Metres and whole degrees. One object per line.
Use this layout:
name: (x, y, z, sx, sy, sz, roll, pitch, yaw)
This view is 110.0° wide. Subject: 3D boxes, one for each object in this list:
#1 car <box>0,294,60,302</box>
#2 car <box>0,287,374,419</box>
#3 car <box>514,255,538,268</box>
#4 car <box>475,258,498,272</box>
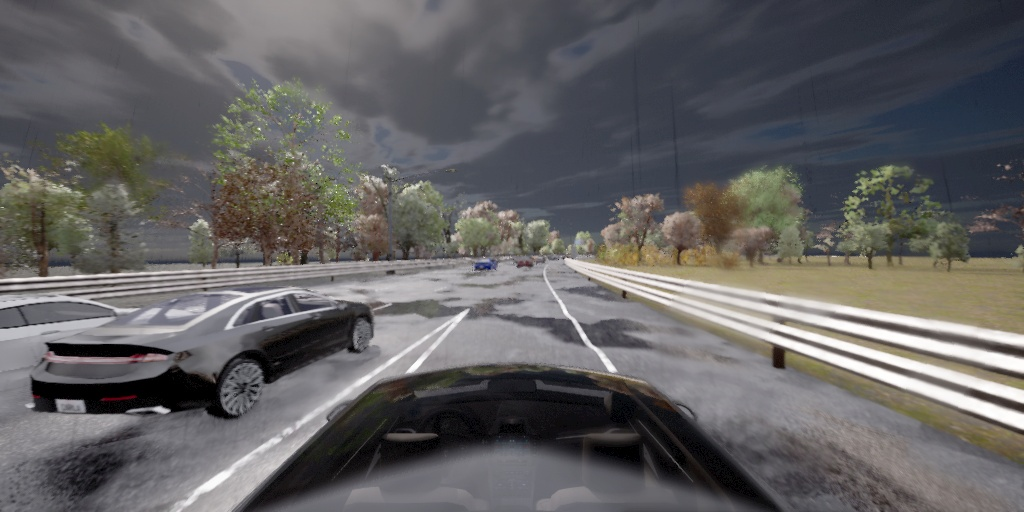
car: (-7.650, 1.324, 5.653, 1.812, 1.442, 4.674, -1, 0, 6)
car: (-4.112, 1.251, 5.953, 2.128, 1.511, 4.902, -1, 0, 6)
car: (2.069, 0.792, 52.100, 2.097, 1.767, 4.553, -1, 0, 9)
car: (-3.018, 1.025, 42.273, 1.882, 1.535, 5.008, -1, 0, 9)
